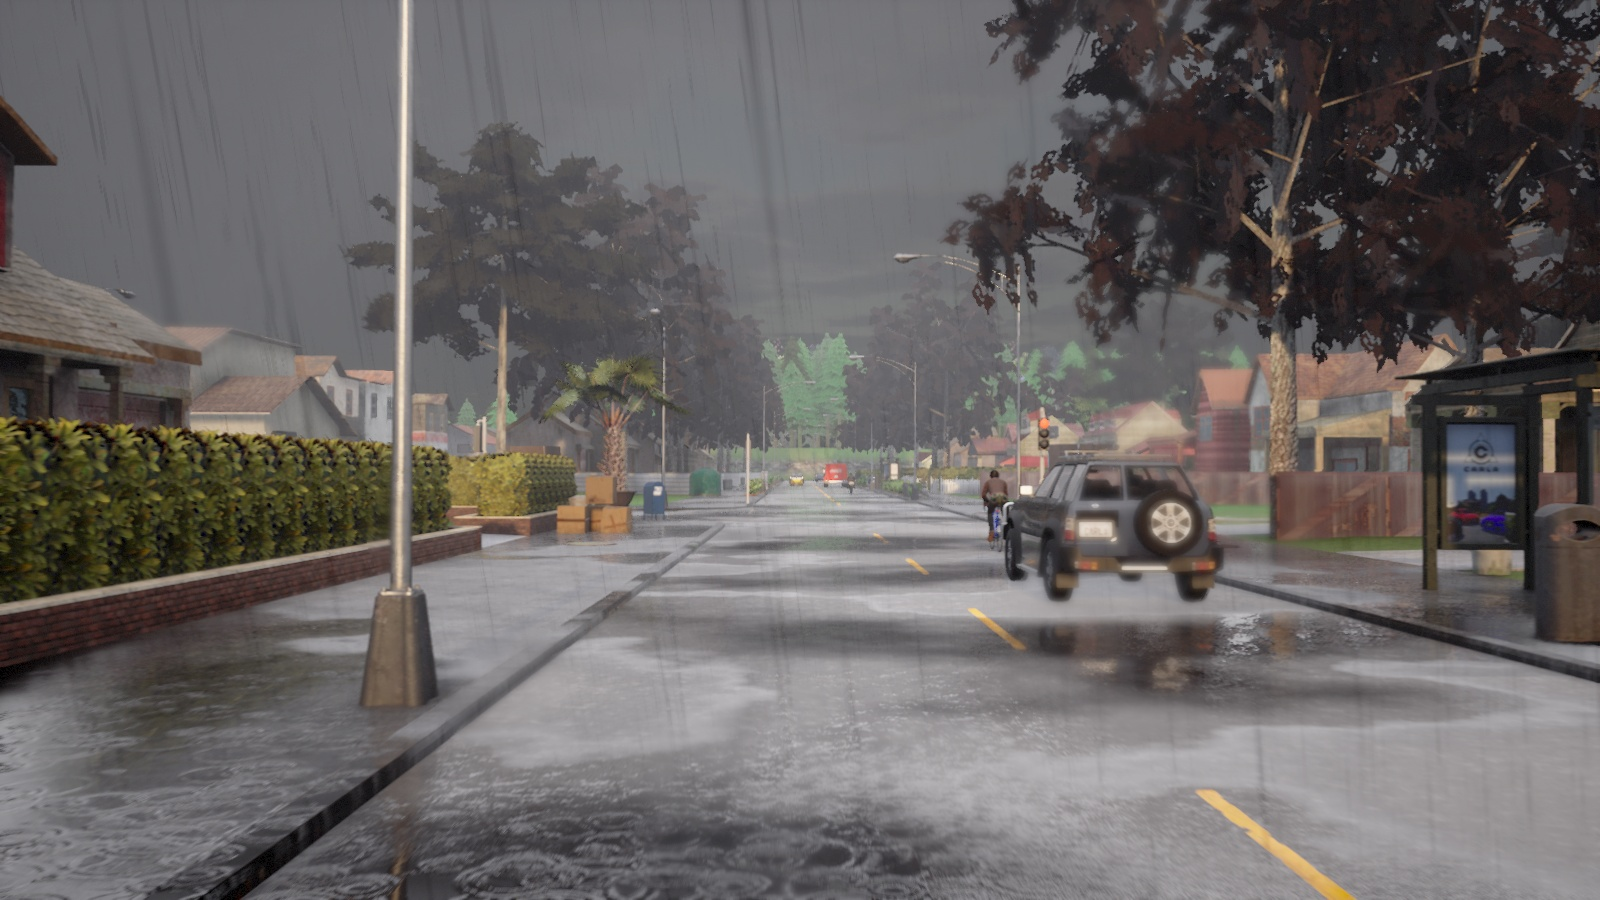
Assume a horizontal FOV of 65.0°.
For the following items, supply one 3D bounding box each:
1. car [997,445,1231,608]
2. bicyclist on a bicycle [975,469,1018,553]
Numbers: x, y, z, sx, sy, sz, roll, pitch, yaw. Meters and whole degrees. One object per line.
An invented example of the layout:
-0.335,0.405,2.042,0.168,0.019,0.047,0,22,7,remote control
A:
3.958,0.915,16.695,1.932,1.855,4.605,0,-1,0,car
3.937,1.205,25.277,0.582,1.620,1.656,0,-1,0,bicyclist on a bicycle
